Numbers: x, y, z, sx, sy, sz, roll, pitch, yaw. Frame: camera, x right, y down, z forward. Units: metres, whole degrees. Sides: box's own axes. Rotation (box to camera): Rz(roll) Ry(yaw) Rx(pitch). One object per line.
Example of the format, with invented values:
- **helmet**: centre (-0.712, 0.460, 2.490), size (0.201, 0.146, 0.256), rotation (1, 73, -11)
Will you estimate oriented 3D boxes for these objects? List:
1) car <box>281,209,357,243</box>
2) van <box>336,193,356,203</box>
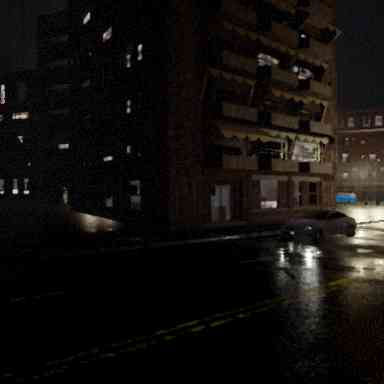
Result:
- **car**: centre (6.414, 1.587, 16.488), size (4.674, 1.442, 1.812), rotation (0, 0, -37)
- **van**: centre (27.761, 1.133, 60.600), size (3.998, 1.788, 1.690), rotation (1, 0, 21)
